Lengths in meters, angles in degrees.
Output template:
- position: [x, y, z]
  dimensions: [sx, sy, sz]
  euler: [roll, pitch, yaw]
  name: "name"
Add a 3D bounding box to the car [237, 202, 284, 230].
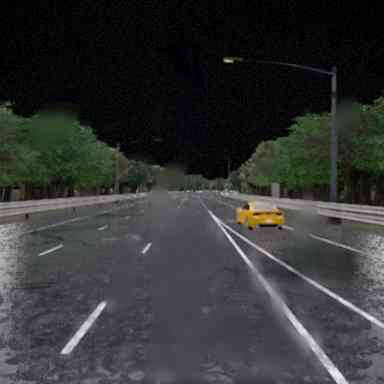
- position: [3.937, 1.347, 19.907]
  dimensions: [1.882, 1.535, 5.008]
  euler: [0, 0, -2]
  name: "car"
